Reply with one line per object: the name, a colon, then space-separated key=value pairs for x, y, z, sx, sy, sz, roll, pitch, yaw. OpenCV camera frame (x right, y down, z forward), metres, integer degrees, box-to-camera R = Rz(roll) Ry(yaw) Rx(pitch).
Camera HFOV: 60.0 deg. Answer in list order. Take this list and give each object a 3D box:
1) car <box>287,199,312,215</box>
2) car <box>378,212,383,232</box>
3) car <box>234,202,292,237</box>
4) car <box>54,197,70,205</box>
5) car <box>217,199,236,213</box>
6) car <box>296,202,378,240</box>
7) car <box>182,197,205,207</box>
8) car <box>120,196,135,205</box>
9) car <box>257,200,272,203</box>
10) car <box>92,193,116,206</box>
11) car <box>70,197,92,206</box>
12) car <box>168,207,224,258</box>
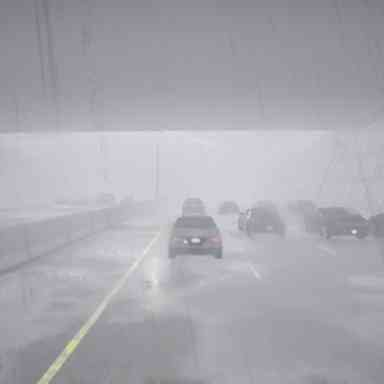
car: x=10.644 y=1.461 z=32.592 sx=1.837 sy=1.490 sz=4.892 roll=0 pitch=0 yaw=0
car: x=10.614 y=1.485 z=16.430 sx=1.837 sy=1.490 sz=4.892 roll=0 pitch=0 yaw=0
car: x=3.616 y=1.501 z=17.741 sx=1.812 sy=1.442 sz=4.674 roll=0 pitch=0 yaw=0
car: x=-20.951 y=1.470 z=54.621 sx=1.994 sy=1.385 sz=4.181 roll=0 pitch=0 yaw=1
car: x=3.633 y=1.477 z=33.630 sx=1.812 sy=1.442 sz=4.674 roll=0 pitch=0 yaw=0
car: x=7.115 y=1.483 z=17.001 sx=1.837 sy=1.490 sz=4.892 roll=0 pitch=0 yaw=0
car: x=0.143 y=1.303 z=32.129 sx=2.097 sy=1.767 sz=4.553 roll=0 pitch=0 yaw=0
car: x=-10.464 y=1.416 z=54.270 sx=1.837 sy=1.490 sz=4.892 roll=0 pitch=0 yaw=1
car: x=7.145 y=1.517 z=33.241 sx=1.994 sy=1.385 sz=4.181 roll=0 pitch=0 yaw=0
car: x=-13.958 y=1.130 z=54.005 sx=2.150 sy=2.045 sz=5.566 roll=0 pitch=0 yaw=1
car: x=-17.454 y=1.510 z=53.839 sx=1.895 sy=1.301 sz=4.718 roll=0 pitch=0 yaw=1
car: x=0.110 y=1.528 z=12.690 sx=2.033 sy=1.411 sz=5.357 roll=0 pitch=0 yaw=0
